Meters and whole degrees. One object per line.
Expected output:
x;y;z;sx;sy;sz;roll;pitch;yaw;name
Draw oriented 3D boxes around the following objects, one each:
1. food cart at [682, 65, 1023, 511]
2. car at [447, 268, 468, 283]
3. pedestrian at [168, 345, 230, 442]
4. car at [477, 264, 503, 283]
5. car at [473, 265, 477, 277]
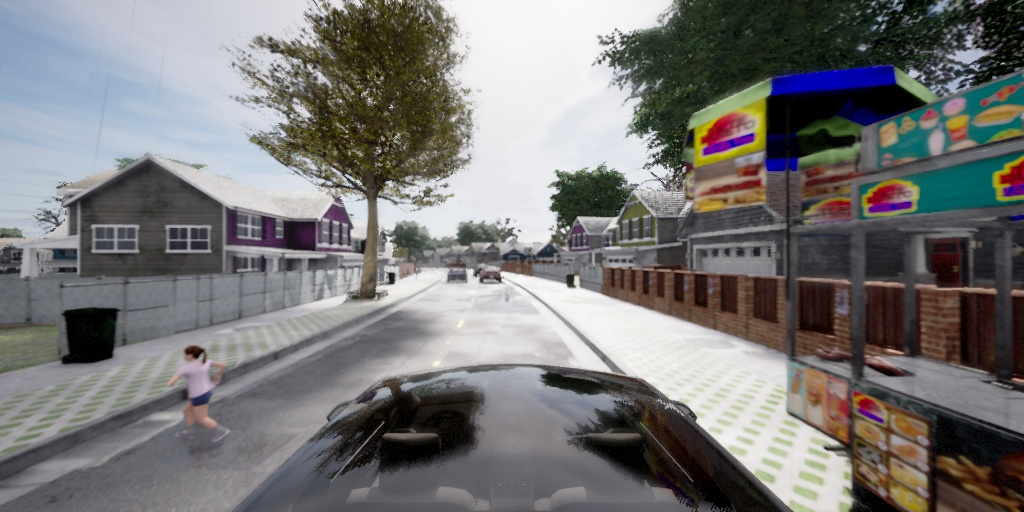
3.019;0.217;2.146;2.280;3.560;4.660;0;0;0;food cart
-4.927;1.730;32.665;1.895;1.301;4.718;0;-1;-7;car
-3.408;1.453;3.918;0.500;1.100;0.500;0;0;-9;pedestrian
-2.017;1.654;33.033;1.812;1.442;4.674;0;-1;-7;car
-3.833;1.801;45.109;1.837;1.490;4.892;0;0;-10;car
